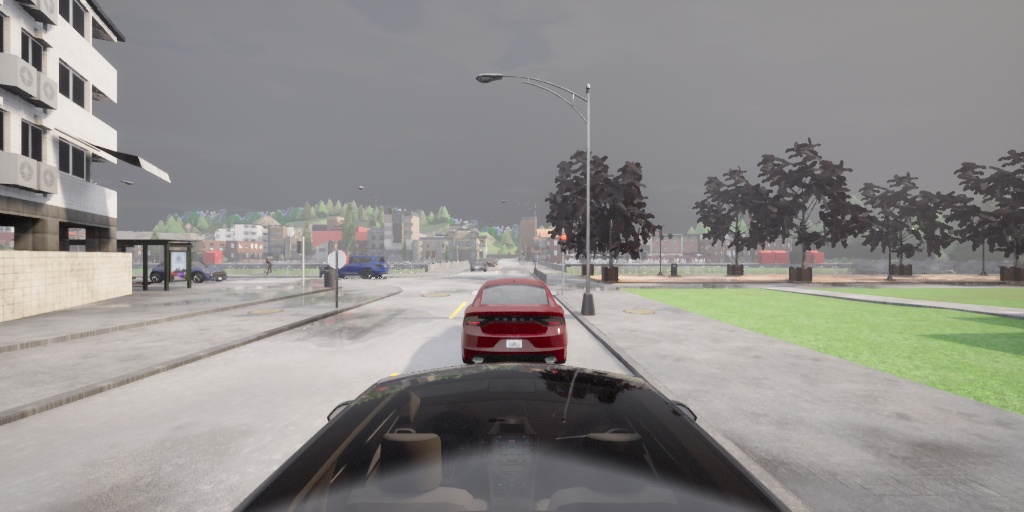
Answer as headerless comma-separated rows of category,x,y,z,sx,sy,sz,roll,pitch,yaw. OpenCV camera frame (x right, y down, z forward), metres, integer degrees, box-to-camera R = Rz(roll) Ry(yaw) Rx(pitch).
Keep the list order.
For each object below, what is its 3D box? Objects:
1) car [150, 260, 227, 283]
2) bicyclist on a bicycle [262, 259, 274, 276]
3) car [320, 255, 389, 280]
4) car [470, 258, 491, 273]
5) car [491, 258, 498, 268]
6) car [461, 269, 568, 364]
car,-24.140,1.102,26.911,4.553,1.767,2.097,0,0,0
bicyclist on a bicycle,-24.021,1.099,35.307,0.582,1.620,1.656,0,0,0
car,-13.357,0.971,30.603,5.566,2.045,2.150,0,0,5
car,-4.093,1.240,44.554,2.128,1.511,4.902,0,0,0
car,-4.062,1.101,61.820,2.097,1.767,4.553,0,0,0
car,0.054,1.228,8.115,1.882,1.535,5.008,0,0,0
